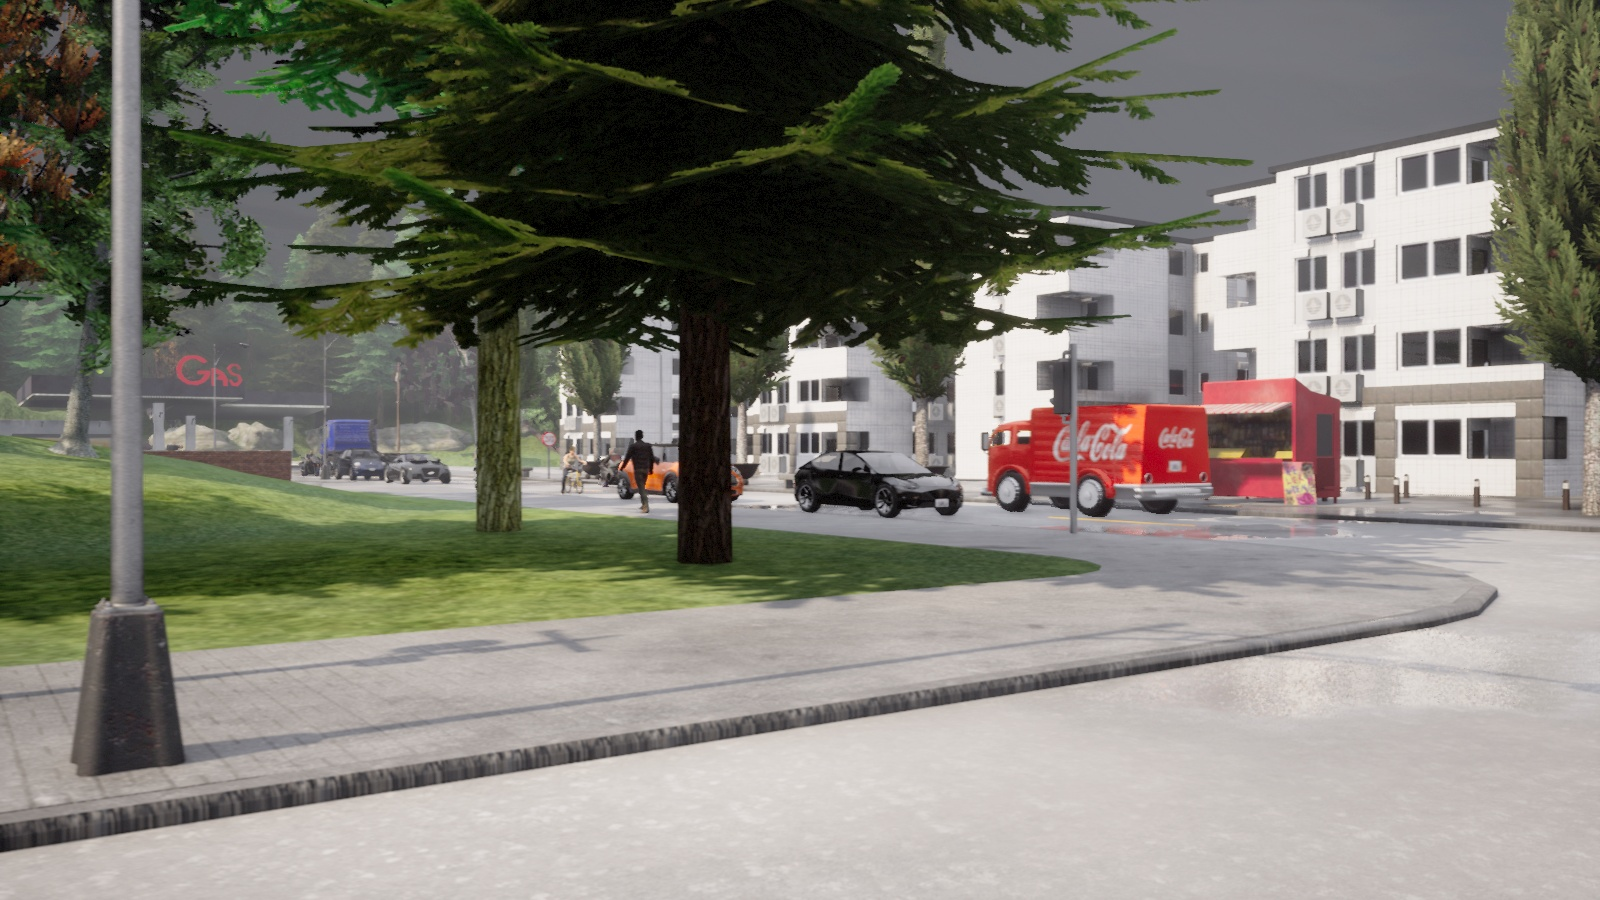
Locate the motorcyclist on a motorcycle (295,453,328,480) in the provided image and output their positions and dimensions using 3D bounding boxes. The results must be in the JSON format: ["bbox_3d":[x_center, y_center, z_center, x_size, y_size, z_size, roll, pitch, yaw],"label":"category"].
[{"bbox_3d":[-27.659,0.925,71.102,2.191,1.530,0.866,0,1,44],"label":"motorcyclist on a motorcycle"}]

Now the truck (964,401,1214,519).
[{"bbox_3d":[6.562,0.210,29.084,2.627,2.467,5.204,0,0,-35],"label":"truck"}]

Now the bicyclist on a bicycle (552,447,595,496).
[{"bbox_3d":[-7.691,0.714,42.569,0.866,1.612,1.509,0,0,-34],"label":"bicyclist on a bicycle"}]

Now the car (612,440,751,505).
[{"bbox_3d":[-3.520,0.612,36.559,2.097,1.767,4.553,0,0,-34],"label":"car"}]

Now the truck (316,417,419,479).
[{"bbox_3d":[-25.882,-0.103,74.936,2.891,3.462,7.936,0,0,-42],"label":"truck"}]

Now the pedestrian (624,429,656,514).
[{"bbox_3d":[-3.504,0.467,27.473,0.431,1.840,0.703,0,0,-31],"label":"pedestrian"}]

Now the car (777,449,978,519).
[{"bbox_3d":[1.695,0.725,29.096,2.163,1.488,4.792,0,0,-34],"label":"car"}]

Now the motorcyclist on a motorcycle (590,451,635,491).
[{"bbox_3d":[-7.340,0.808,49.061,0.866,1.530,2.191,0,0,-35],"label":"motorcyclist on a motorcycle"}]

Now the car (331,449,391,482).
[{"bbox_3d":[-22.199,0.757,63.440,1.851,1.617,3.988,0,0,-35],"label":"car"}]

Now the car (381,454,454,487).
[{"bbox_3d":[-17.157,0.895,56.191,1.994,1.385,4.181,0,0,-34],"label":"car"}]
